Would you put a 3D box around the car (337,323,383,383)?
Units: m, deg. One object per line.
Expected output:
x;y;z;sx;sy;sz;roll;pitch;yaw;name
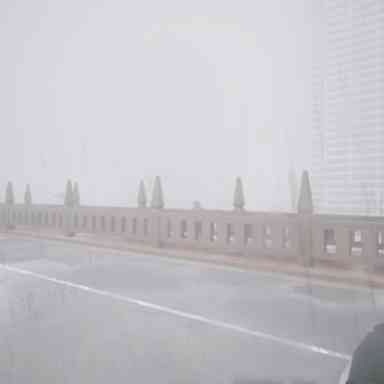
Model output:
3.264;1.599;1.664;4.718;1.301;1.895;0;0;35;car
